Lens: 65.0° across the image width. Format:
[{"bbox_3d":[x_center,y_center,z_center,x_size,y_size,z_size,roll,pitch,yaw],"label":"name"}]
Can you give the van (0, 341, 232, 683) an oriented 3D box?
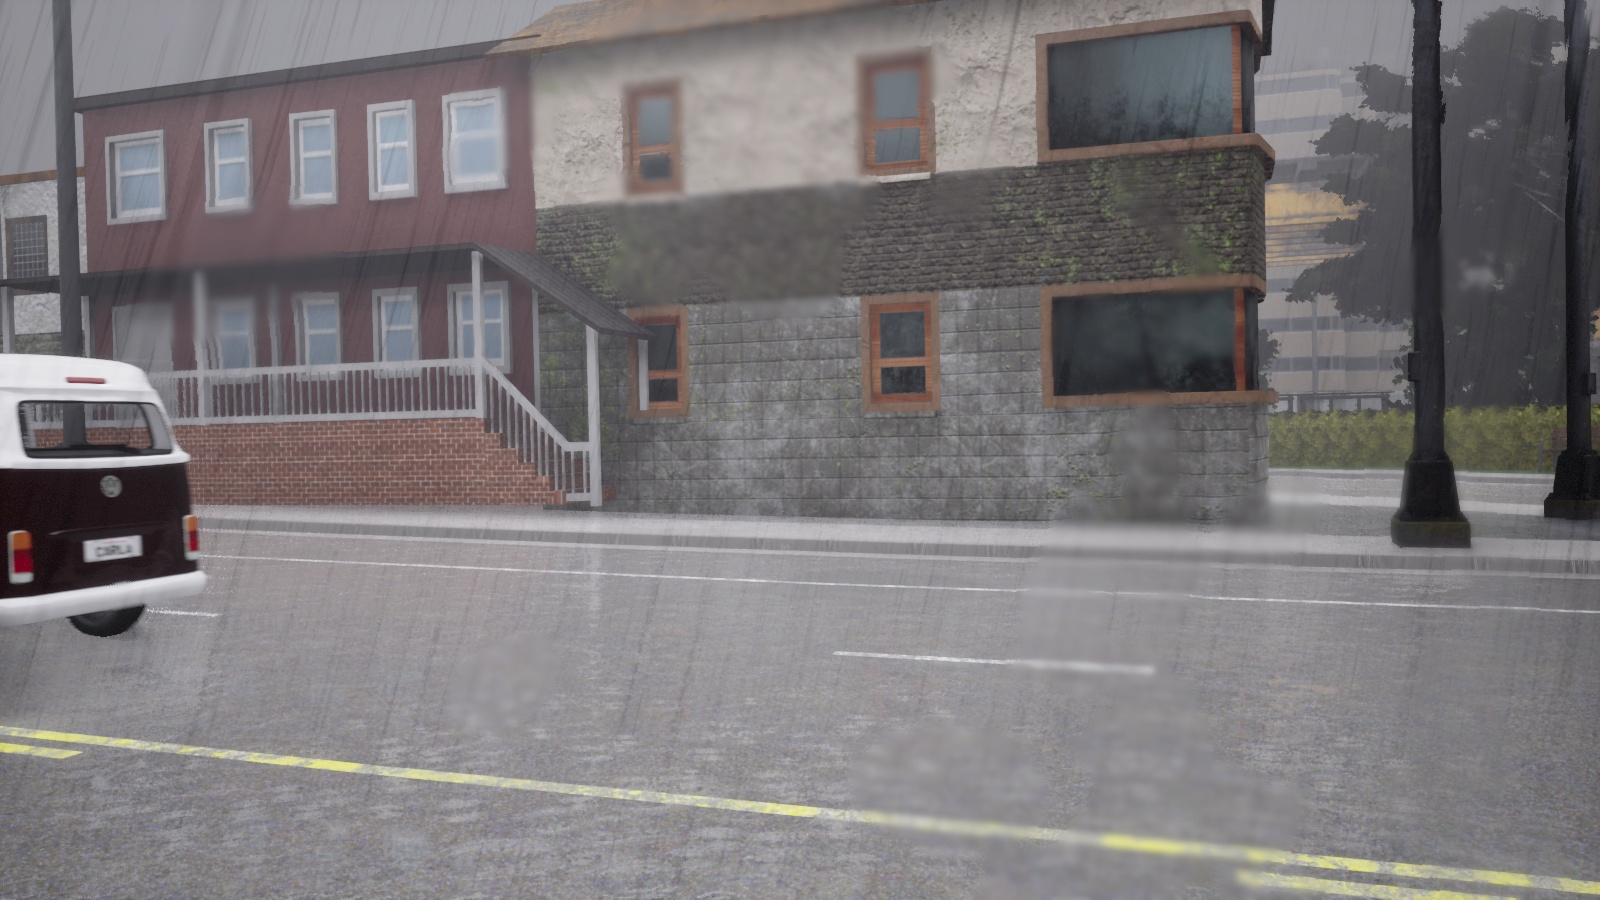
[{"bbox_3d":[-6.623,0.310,8.945,4.480,2.038,2.069,1,1,18],"label":"van"}]
